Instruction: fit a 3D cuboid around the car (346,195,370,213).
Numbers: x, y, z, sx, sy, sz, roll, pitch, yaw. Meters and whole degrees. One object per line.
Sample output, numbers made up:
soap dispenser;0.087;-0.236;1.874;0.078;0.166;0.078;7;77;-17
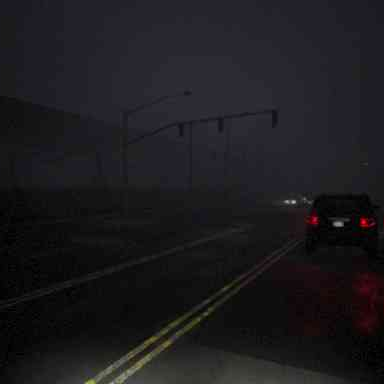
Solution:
car;15.669;1.099;31.300;1.812;1.442;4.674;0;1;28

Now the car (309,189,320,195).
car;29.215;0.017;79.434;1.994;1.385;4.181;0;2;28

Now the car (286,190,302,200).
car;17.504;0.618;57.423;2.128;1.511;4.902;0;1;28

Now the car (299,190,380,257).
car;5.738;1.053;12.568;2.150;2.045;5.566;0;1;28

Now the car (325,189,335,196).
car;32.436;0.071;78.038;1.895;1.301;4.718;0;2;28

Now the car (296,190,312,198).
car;22.569;0.400;66.912;2.128;1.511;4.902;0;2;28
